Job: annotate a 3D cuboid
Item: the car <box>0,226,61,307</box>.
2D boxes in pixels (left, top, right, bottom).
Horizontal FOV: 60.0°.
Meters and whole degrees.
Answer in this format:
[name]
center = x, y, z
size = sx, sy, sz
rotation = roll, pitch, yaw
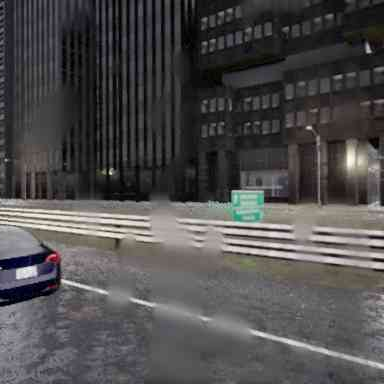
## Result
[car]
center = -4.871, 1.486, 7.354
size = 4.792, 1.488, 2.163
rotation = 0, 0, 36
